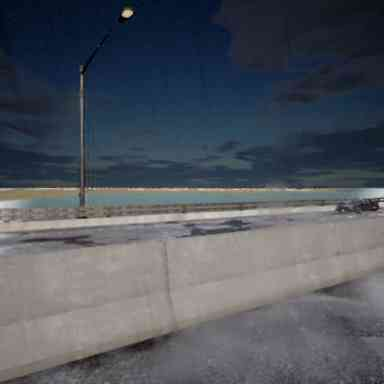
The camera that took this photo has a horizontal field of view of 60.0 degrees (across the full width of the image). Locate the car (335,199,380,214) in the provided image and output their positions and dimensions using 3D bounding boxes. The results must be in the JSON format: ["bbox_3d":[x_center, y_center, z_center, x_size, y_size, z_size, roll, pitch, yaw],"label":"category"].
[{"bbox_3d":[16.278,1.364,32.552,5.357,1.411,2.033,0,0,-35],"label":"car"}]
